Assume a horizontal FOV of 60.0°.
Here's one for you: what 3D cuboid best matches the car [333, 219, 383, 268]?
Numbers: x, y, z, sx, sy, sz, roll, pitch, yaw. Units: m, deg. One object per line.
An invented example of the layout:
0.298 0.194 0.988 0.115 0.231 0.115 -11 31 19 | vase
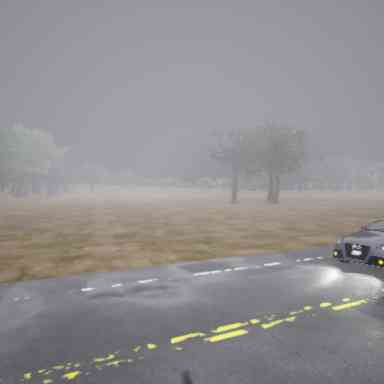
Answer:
6.461 1.555 10.447 4.181 1.385 1.994 0 0 -28 | car
